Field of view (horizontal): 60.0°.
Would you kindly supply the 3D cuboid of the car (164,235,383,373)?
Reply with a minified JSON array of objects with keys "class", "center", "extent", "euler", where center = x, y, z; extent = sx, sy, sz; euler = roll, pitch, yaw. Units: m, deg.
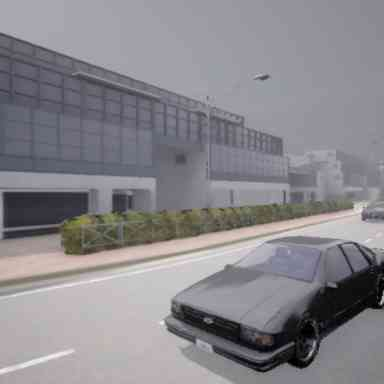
[{"class":"car","center":[2.060,1.559,6.079],"extent":[5.357,1.411,2.033],"euler":[0,0,-44]}]

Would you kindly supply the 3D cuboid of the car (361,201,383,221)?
[{"class":"car","center":[14.823,1.518,26.330],"extent":[1.837,1.490,4.892],"euler":[-1,-1,39]}]
